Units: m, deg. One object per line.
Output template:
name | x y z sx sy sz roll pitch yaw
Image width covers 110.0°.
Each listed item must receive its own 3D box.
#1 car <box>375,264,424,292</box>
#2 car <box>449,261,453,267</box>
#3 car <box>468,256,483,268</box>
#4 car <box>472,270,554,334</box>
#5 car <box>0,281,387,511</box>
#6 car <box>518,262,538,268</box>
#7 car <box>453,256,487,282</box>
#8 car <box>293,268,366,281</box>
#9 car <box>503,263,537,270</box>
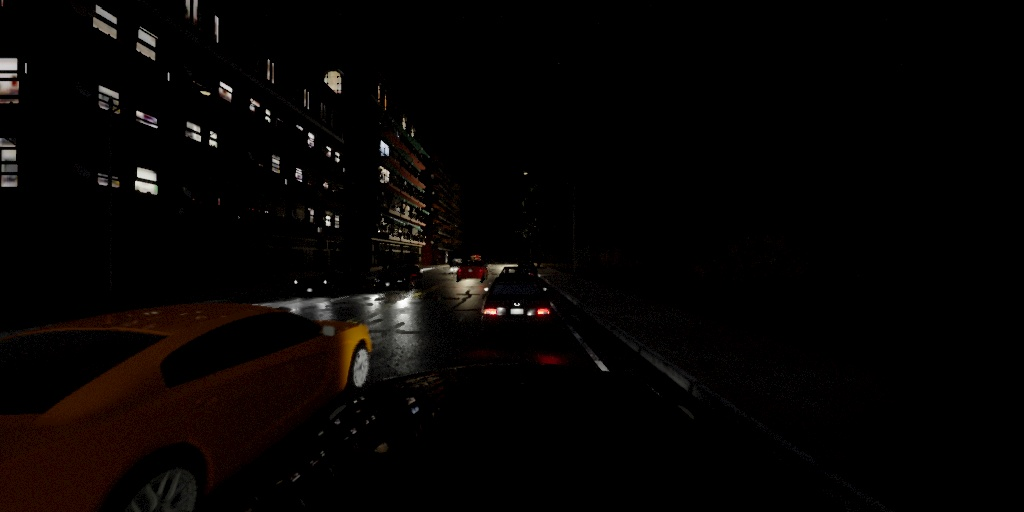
car | -6.584 1.258 21.365 1.837 1.490 4.892 0 0 0
car | -9.760 1.243 63.146 2.128 1.511 4.902 0 0 0
car | -6.501 0.971 64.186 2.150 2.045 5.566 0 0 1
car | 0.110 1.299 10.593 2.033 1.411 5.357 0 0 0
car | -3.149 1.228 3.685 1.882 1.535 5.008 0 0 0
car | 1.163 1.259 30.722 1.837 1.490 4.892 0 0 0
car | -3.127 1.107 28.946 2.097 1.767 4.553 0 0 0
car | -9.835 1.353 19.643 1.895 1.301 4.718 0 0 0
car | 0.116 1.300 20.955 2.033 1.411 5.357 0 0 0
